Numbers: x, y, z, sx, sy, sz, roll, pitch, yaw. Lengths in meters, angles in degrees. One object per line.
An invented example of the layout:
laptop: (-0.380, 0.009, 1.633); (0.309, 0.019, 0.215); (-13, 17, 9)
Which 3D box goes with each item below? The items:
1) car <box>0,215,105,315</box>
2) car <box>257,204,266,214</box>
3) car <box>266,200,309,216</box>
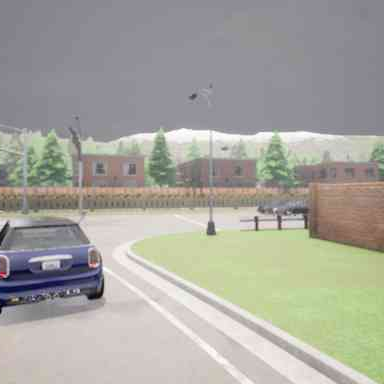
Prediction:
car: (-3.654, 1.357, 7.912); (2.097, 1.767, 4.553); (0, 0, -31)
car: (8.900, 1.574, 34.288); (4.181, 1.385, 1.994); (0, 0, -16)
car: (9.857, 1.500, 30.923); (4.902, 1.511, 2.128); (0, 0, -16)
